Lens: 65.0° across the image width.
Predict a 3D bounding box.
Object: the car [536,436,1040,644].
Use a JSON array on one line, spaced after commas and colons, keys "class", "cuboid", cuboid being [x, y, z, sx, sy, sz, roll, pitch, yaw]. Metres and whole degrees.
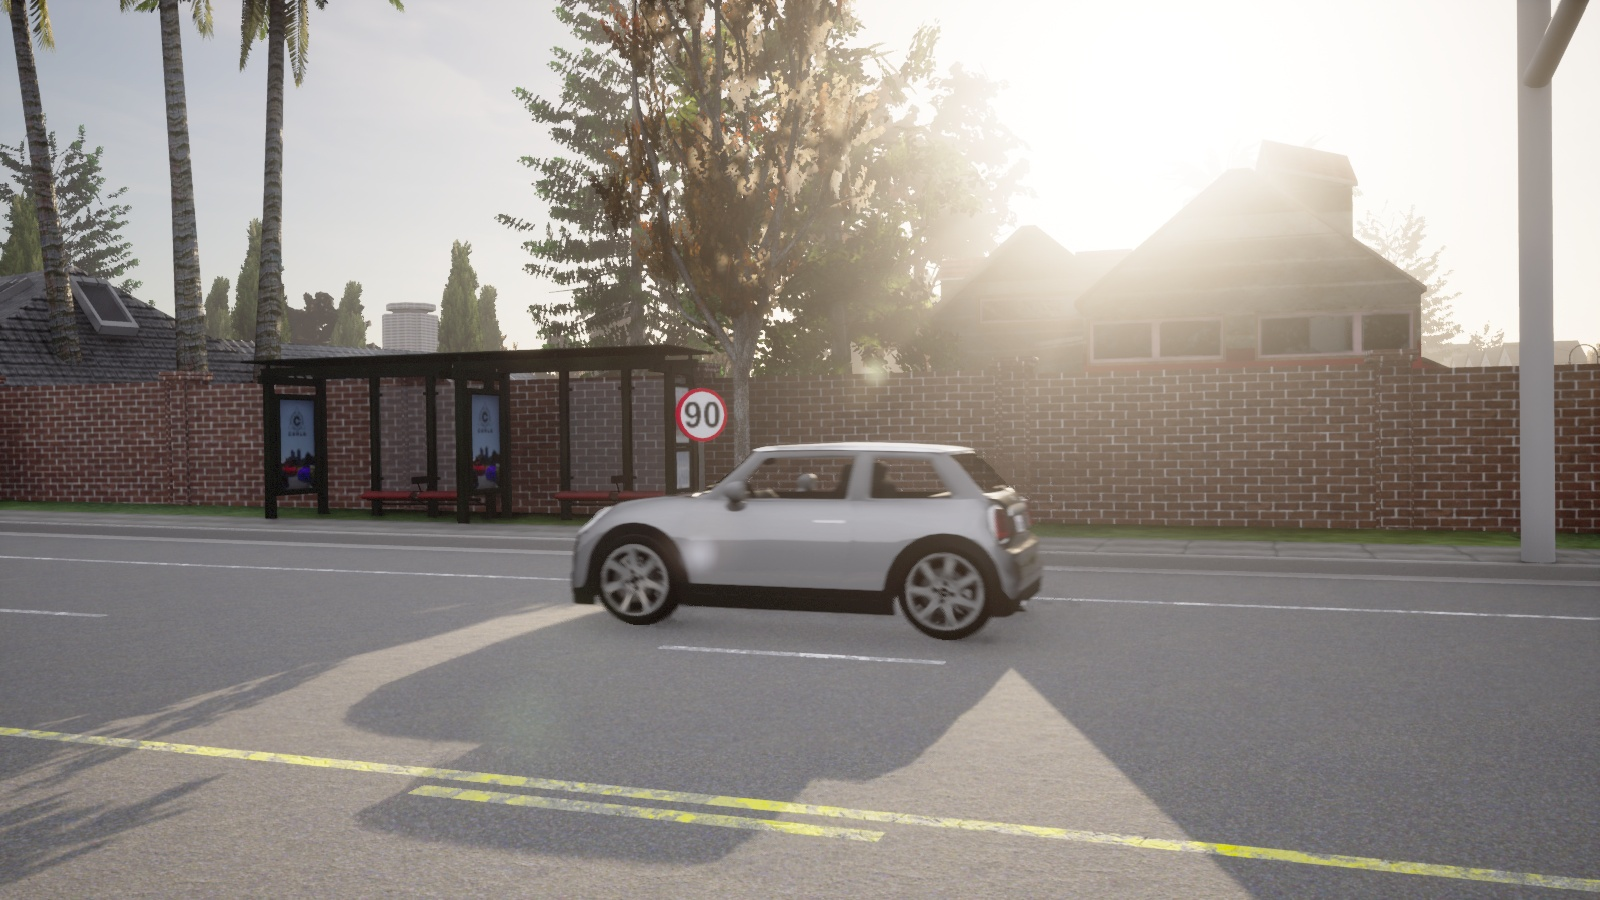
[{"class": "car", "cuboid": [-0.041, 0.630, 10.592, 3.806, 1.475, 1.970, 1, 1, 19]}]
